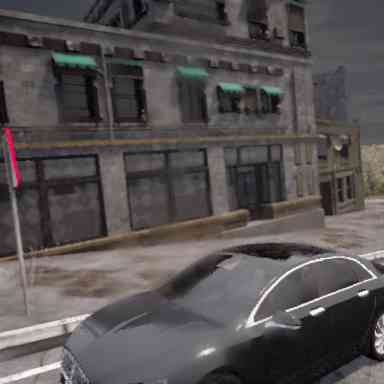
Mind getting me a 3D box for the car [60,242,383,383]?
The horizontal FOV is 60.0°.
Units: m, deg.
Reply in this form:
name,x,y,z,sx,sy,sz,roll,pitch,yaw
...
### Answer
name,x,y,z,sx,sy,sz,roll,pitch,yaw
car,0.893,1.499,4.333,4.892,1.490,1.837,0,0,-36
